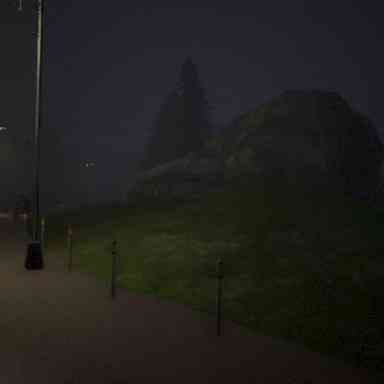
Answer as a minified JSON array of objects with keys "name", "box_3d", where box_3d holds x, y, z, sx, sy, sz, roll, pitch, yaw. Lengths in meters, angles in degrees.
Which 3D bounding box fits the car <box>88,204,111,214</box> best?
[{"name":"car","box_3d":[-16.034,2.965,58.241,2.128,1.511,4.902,2,-4,21]}]

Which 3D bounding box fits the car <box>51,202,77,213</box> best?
[{"name":"car","box_3d":[-18.682,2.232,48.596,1.812,1.442,4.674,2,-4,11]}]

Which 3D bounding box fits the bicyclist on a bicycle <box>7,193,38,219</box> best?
[{"name":"bicyclist on a bicycle","box_3d":[-11.977,0.999,23.505,1.656,1.620,0.582,10,-6,-19]}]

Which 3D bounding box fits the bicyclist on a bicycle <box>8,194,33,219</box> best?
[{"name":"bicyclist on a bicycle","box_3d":[-11.861,1.027,23.209,1.656,1.620,0.582,8,2,-19]}]
